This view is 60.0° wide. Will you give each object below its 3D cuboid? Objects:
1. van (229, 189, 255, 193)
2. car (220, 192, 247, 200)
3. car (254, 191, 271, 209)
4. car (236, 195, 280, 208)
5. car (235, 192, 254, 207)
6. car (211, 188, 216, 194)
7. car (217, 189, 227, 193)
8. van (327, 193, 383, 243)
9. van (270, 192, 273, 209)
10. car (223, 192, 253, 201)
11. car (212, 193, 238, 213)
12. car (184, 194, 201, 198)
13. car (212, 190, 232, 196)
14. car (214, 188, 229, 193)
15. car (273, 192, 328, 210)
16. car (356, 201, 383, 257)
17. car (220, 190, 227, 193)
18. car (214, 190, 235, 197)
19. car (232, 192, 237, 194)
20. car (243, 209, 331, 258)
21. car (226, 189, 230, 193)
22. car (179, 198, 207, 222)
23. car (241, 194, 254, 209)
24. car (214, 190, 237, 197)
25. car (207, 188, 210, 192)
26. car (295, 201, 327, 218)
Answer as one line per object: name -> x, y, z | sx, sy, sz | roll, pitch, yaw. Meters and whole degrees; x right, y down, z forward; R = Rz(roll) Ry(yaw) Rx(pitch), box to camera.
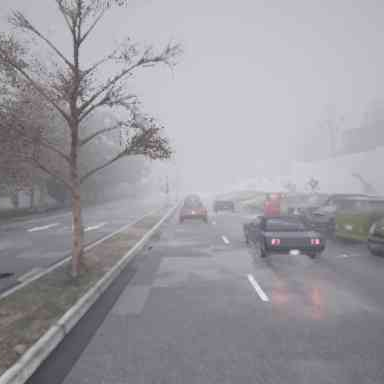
van -> 7.956, 0.801, 46.509 | 4.442, 1.987, 1.878 | 0, 2, -20
car -> 8.053, 0.687, 64.462 | 4.674, 1.452, 2.002 | 0, 1, -20
car -> 8.095, 1.050, 25.683 | 5.566, 2.045, 2.435 | 1, 0, -20
car -> 8.088, 1.159, 40.610 | 4.792, 1.488, 2.163 | 0, 1, -20
car -> 7.891, 1.166, 37.540 | 5.366, 1.575, 1.946 | 1, 1, -20
car -> 8.084, 0.169, 76.397 | 5.566, 2.045, 2.435 | 0, 1, -20
car -> 7.885, 0.705, 61.413 | 5.366, 1.575, 1.946 | 0, 2, -20
van -> 8.179, 1.164, 13.779 | 4.442, 1.987, 1.878 | 1, 0, -20
van -> 7.961, 1.097, 22.640 | 4.442, 1.987, 1.878 | 1, 1, -20
car -> 8.084, 0.805, 58.510 | 4.792, 1.488, 2.163 | 0, 1, -20
car -> 3.093, 1.213, 33.379 | 1.882, 1.535, 5.008 | 0, 1, 0
car -> 0.090, 0.983, 40.960 | 2.097, 1.767, 4.553 | 0, 1, 0
car -> 8.078, 0.258, 88.327 | 4.792, 1.488, 2.163 | 0, 1, -20
car -> 8.065, 0.475, 73.400 | 4.892, 1.521, 2.231 | 0, 1, -20
car -> 8.045, 1.094, 19.687 | 5.566, 2.045, 2.435 | 1, 1, -20
car -> 8.040, 1.285, 10.745 | 4.553, 1.767, 2.185 | 1, 0, -20
car -> 7.885, 0.837, 55.448 | 5.366, 1.575, 1.946 | 0, 2, -20
car -> 8.047, 0.322, 82.350 | 4.892, 1.521, 2.231 | 0, 1, -20
car -> 8.056, 1.118, 43.582 | 4.674, 1.452, 2.002 | 0, 1, -20
car -> 3.098, 1.511, 12.253 | 1.895, 1.301, 4.718 | 0, 0, 0
car -> 8.033, 0.842, 49.537 | 4.553, 1.767, 2.185 | 0, 1, -20
car -> 0.095, 1.382, 24.805 | 1.994, 1.385, 4.181 | 0, 0, 0
car -> 8.036, 1.240, 34.613 | 4.792, 1.488, 2.163 | 1, 1, -20
car -> 8.060, 0.370, 79.365 | 5.008, 1.535, 2.097 | 0, 1, -20
car -> 7.878, 0.133, 94.211 | 5.366, 1.575, 1.946 | 0, 1, -20
car -> 8.061, 1.368, 16.720 | 4.892, 1.521, 2.231 | 1, 0, -20
